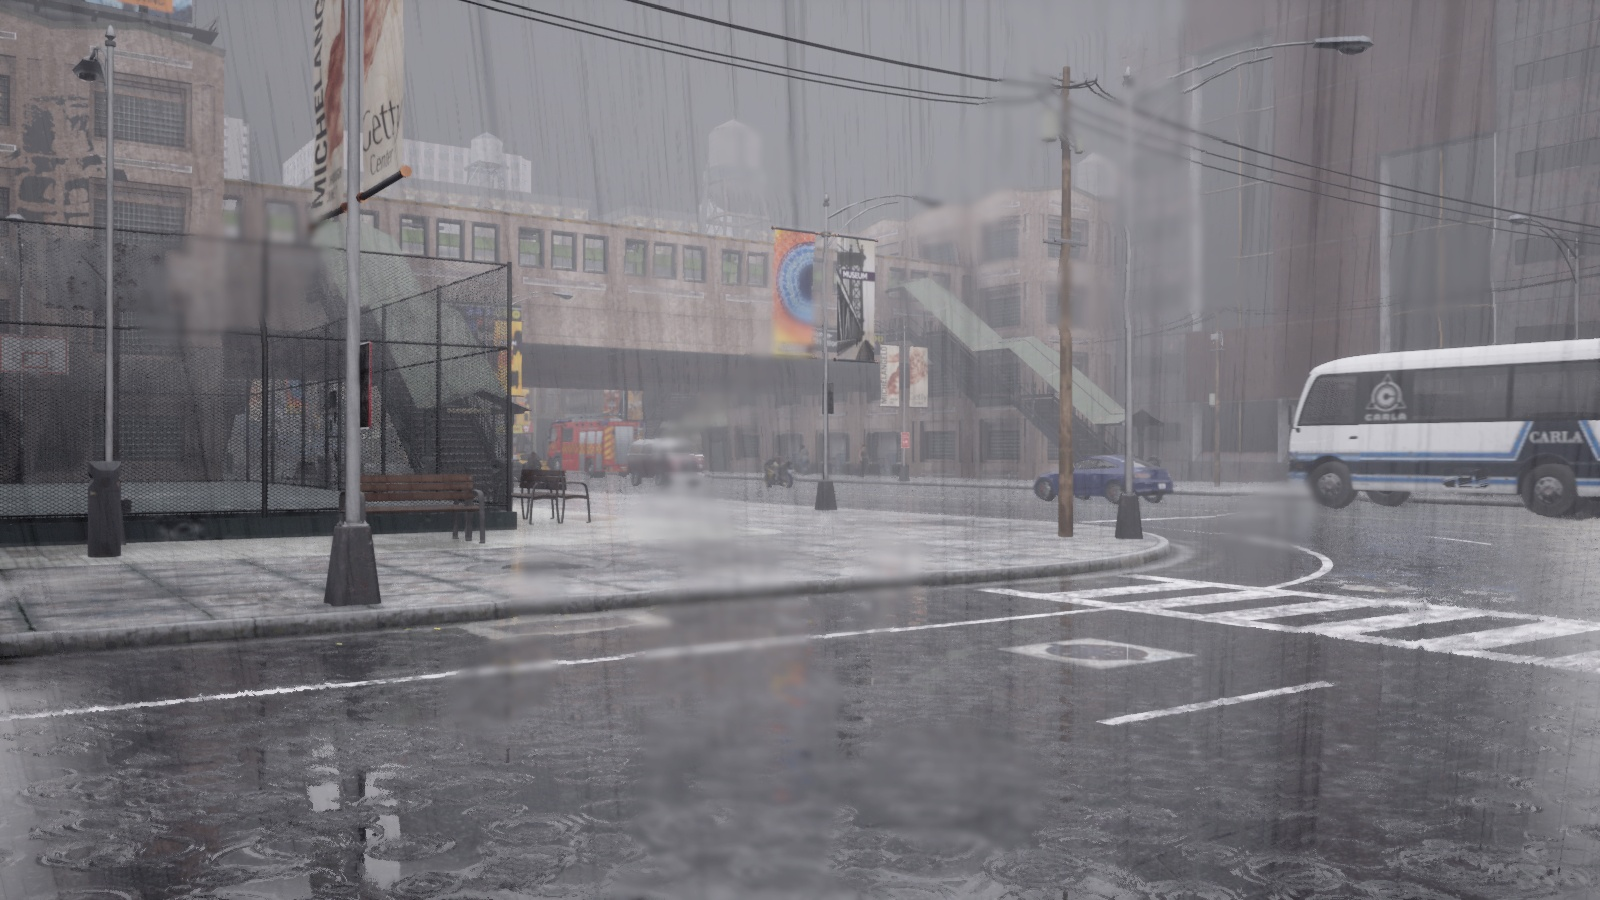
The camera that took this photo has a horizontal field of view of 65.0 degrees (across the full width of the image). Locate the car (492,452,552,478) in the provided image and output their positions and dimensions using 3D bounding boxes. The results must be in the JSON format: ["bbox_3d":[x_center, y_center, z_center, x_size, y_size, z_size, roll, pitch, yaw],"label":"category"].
[{"bbox_3d":[-17.258,0.911,77.818,1.801,1.575,5.366,0,0,-34],"label":"car"}]

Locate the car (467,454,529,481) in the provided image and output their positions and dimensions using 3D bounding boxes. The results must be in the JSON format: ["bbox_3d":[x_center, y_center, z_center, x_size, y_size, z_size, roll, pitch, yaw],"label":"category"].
[{"bbox_3d":[-17.233,0.961,71.535,1.837,1.490,4.892,0,0,-34],"label":"car"}]

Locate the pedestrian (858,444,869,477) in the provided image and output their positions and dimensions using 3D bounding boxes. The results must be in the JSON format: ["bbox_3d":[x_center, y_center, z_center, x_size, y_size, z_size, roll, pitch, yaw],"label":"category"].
[{"bbox_3d":[3.539,0.564,69.596,0.345,1.836,0.594,0,0,-31],"label":"pedestrian"}]

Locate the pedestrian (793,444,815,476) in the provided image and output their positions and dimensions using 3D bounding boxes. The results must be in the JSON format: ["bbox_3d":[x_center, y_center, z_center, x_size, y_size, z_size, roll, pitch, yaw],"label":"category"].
[{"bbox_3d":[0.216,0.577,71.957,0.874,1.855,0.900,0,0,-43],"label":"pedestrian"}]

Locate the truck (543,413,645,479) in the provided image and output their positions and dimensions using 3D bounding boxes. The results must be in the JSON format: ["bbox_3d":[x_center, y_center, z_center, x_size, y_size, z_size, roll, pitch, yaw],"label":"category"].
[{"bbox_3d":[-12.817,-0.203,77.499,2.891,3.827,8.468,0,0,-34],"label":"truck"}]

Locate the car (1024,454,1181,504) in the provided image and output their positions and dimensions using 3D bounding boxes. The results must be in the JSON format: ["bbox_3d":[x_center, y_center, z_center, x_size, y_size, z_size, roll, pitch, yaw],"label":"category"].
[{"bbox_3d":[9.188,0.845,38.459,1.812,1.442,4.674,0,0,-34],"label":"car"}]

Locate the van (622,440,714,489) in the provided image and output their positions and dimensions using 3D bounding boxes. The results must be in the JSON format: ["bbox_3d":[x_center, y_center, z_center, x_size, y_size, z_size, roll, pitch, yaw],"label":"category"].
[{"bbox_3d":[-5.761,0.613,54.334,2.069,2.038,4.480,0,0,-34],"label":"van"}]

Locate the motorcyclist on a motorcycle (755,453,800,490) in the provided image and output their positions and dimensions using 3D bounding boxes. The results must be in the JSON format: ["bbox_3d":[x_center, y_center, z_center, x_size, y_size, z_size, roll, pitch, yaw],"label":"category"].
[{"bbox_3d":[-0.984,0.913,53.501,0.866,1.530,2.191,0,0,-34],"label":"motorcyclist on a motorcycle"}]

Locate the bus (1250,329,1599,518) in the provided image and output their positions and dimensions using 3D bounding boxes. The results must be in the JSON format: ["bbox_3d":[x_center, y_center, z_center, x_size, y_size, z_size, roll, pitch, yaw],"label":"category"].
[{"bbox_3d":[17.340,-0.588,32.644,3.944,4.253,10.273,0,0,-34],"label":"bus"}]
